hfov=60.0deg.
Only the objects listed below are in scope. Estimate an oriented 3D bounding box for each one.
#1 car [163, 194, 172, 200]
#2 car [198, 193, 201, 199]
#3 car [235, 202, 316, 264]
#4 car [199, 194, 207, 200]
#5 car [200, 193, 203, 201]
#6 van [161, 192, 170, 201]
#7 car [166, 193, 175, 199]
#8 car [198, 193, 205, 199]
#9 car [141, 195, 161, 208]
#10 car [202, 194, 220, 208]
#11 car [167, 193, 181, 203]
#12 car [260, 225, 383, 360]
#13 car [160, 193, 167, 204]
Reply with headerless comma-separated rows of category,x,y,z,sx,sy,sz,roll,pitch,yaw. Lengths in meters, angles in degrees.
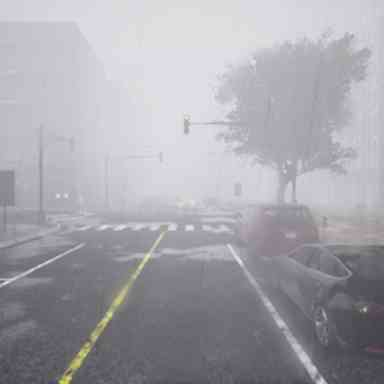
car,-5.687,1.222,77.035,1.802,1.307,4.206,0,0,0
car,2.693,1.244,71.501,1.802,1.307,4.206,0,0,0
car,2.693,1.254,11.450,2.192,1.841,5.009,0,0,0
car,2.693,1.143,82.737,1.752,1.417,4.829,0,0,0
car,2.692,1.255,55.074,1.752,1.417,4.829,0,0,0
van,-5.688,1.003,71.502,1.690,1.788,3.998,0,0,0
car,-5.688,1.037,88.100,1.967,1.590,4.097,0,0,0
car,2.693,1.122,93.633,1.887,1.381,4.507,0,0,0
car,-5.688,1.329,43.839,2.008,1.369,4.403,0,0,0
car,2.692,1.323,43.839,1.887,1.381,4.507,0,0,0
car,-2.998,1.244,62.705,2.033,1.411,5.357,0,0,0
car,2.693,1.534,5.928,1.947,1.339,4.313,0,0,0
car,-5.688,1.280,54.905,2.008,1.369,4.403,0,0,0
